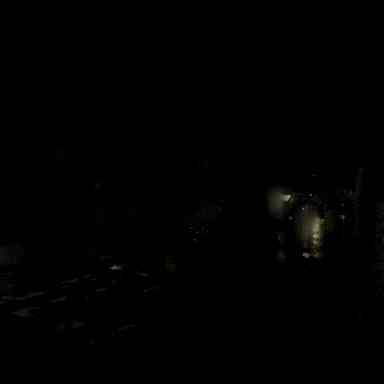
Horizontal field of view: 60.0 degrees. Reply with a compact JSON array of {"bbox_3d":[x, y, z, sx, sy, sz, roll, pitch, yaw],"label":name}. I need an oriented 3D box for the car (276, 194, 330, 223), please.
[{"bbox_3d":[7.211,0.976,21.861,2.097,1.767,4.553,-1,0,35],"label":"car"}]

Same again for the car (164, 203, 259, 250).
[{"bbox_3d":[0.946,1.239,13.436,1.882,1.535,5.008,-1,0,37],"label":"car"}]

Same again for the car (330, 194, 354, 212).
[{"bbox_3d":[13.451,0.970,30.226,1.882,1.535,5.008,-1,0,37],"label":"car"}]
